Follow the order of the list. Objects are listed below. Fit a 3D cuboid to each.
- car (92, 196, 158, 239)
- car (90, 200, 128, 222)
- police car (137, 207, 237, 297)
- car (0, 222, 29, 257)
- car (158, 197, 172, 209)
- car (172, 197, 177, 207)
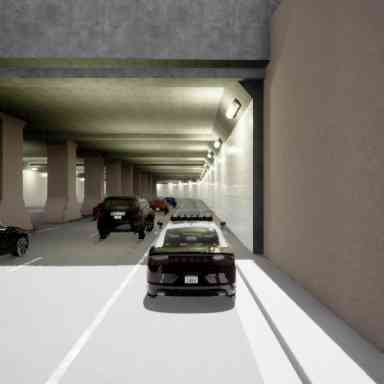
[{"bbox_3d":[-3.296,1.220,17.451,2.150,2.045,5.566,0,0,0],"label":"car"},{"bbox_3d":[-6.795,1.477,27.780,1.882,1.535,5.008,0,0,0],"label":"car"},{"bbox_3d":[-0.012,1.425,8.760,1.930,1.638,5.238,0,0,0],"label":"police car"},{"bbox_3d":[-6.795,1.491,10.051,2.128,1.511,4.902,0,0,0],"label":"car"},{"bbox_3d":[-3.410,1.526,35.262,1.812,1.442,4.674,0,0,0],"label":"car"},{"bbox_3d":[-3.295,1.477,50.212,1.882,1.535,5.008,0,0,0],"label":"car"}]
